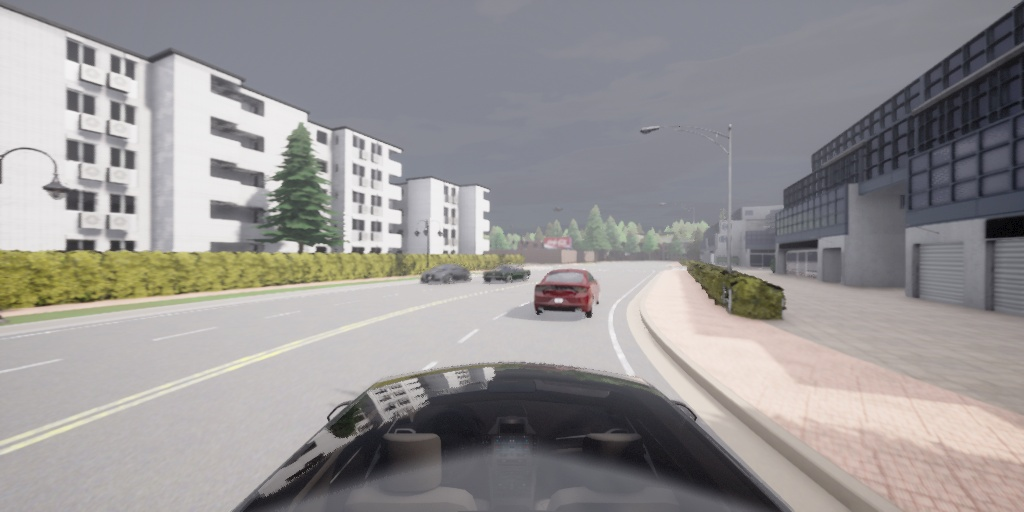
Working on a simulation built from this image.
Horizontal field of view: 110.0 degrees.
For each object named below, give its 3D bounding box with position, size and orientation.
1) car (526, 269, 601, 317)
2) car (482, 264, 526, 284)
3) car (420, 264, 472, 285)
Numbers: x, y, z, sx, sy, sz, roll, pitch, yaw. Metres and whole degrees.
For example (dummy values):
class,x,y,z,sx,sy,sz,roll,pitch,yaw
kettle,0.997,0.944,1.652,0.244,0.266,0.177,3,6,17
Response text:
class,x,y,z,sx,sy,sz,roll,pitch,yaw
car,2.197,1.211,13.327,1.882,1.535,5.008,0,0,18
car,-0.336,1.294,26.181,1.895,1.301,4.718,0,0,25
car,-4.568,1.239,25.269,1.994,1.385,4.181,0,0,24
